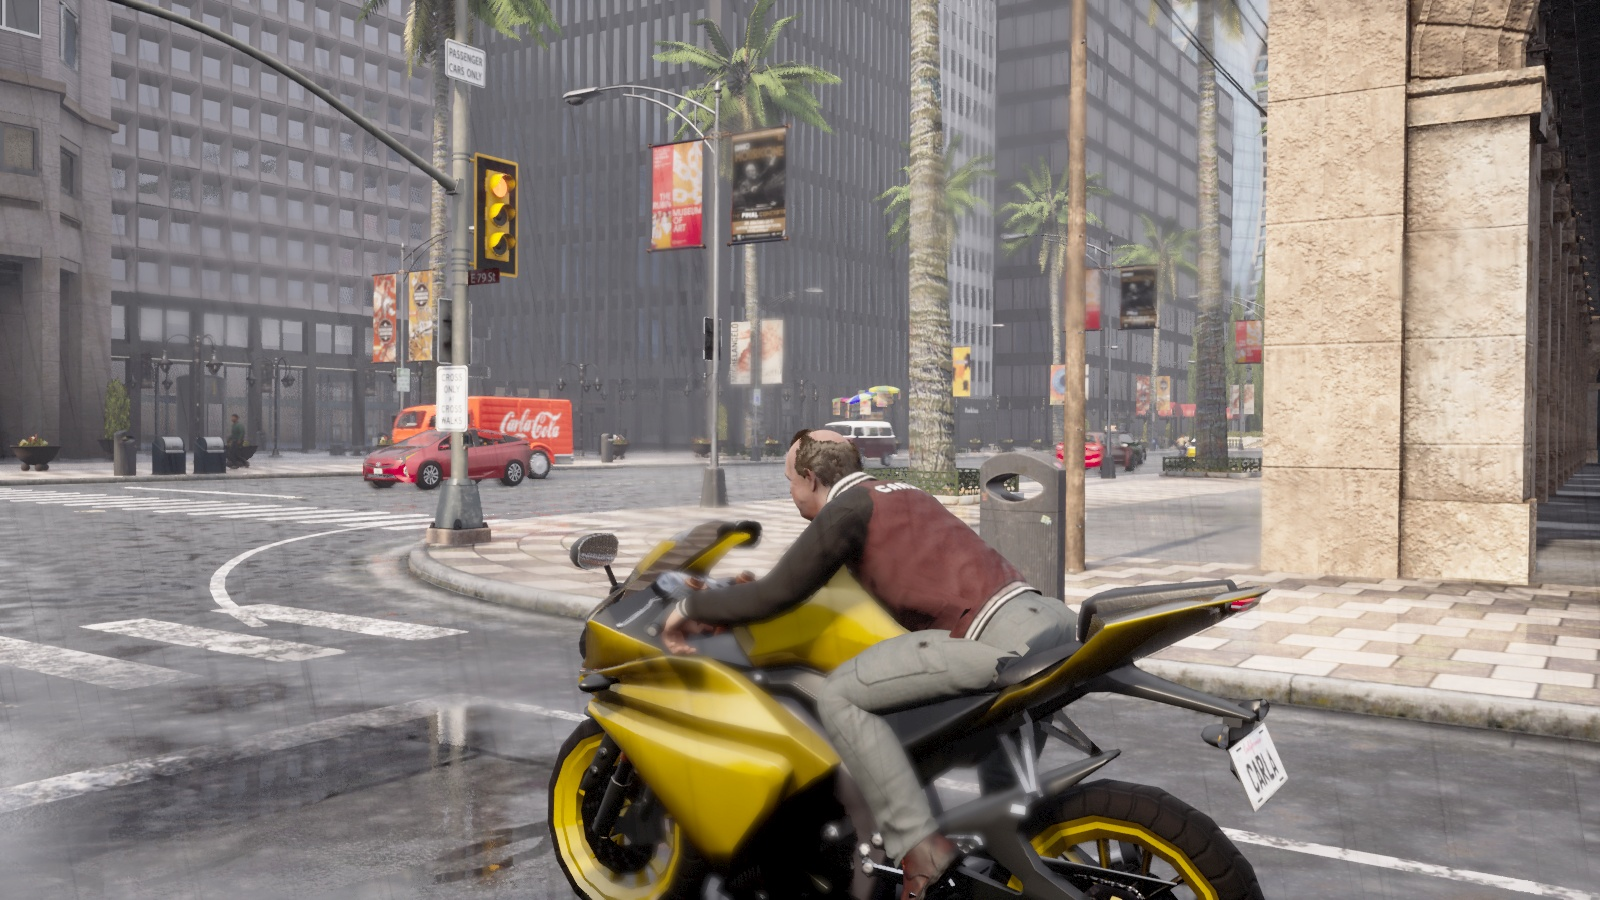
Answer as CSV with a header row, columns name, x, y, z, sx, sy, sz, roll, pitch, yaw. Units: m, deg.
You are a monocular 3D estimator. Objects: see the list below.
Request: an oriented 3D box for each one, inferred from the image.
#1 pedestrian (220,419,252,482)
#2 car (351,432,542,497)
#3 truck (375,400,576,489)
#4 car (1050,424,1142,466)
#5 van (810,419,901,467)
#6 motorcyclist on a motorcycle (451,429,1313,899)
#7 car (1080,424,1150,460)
name,x,y,z,sx,sy,sz,roll,pitch,yaw
pedestrian,-17.750,0.009,39.506,0.423,1.949,0.788,0,1,32
car,-8.995,0.318,32.343,2.007,1.525,4.514,0,1,33
truck,-9.595,-0.181,37.504,2.627,2.467,5.204,0,1,41
car,12.236,-0.242,51.760,2.242,1.667,4.611,0,1,33
van,2.534,-0.334,56.118,2.069,2.038,4.480,0,1,33
motorcyclist on a motorcycle,0.146,0.718,3.421,2.191,1.530,0.866,0,1,33
car,16.151,-0.434,64.262,2.097,1.767,4.553,0,1,33
